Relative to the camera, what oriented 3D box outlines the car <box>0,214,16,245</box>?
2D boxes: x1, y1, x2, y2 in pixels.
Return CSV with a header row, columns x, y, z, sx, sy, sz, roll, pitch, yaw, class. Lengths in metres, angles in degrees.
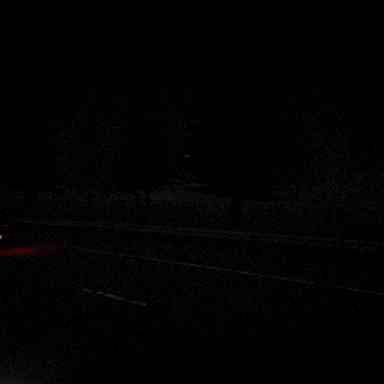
x,y,z,sx,sy,sz,roll,pitch,yaw,class
-9.578,1.514,14.251,4.892,1.490,1.837,0,0,31,car
